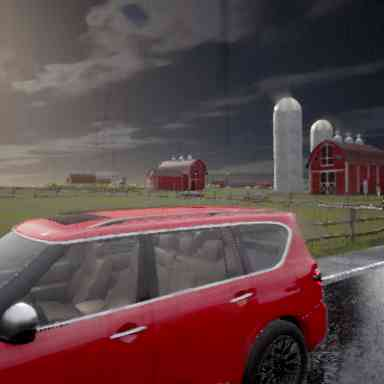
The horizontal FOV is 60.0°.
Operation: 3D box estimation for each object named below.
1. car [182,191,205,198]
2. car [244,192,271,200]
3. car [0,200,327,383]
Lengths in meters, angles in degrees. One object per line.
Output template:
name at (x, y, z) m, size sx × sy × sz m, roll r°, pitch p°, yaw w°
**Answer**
car at (0.218, 0.459, 63.003) m, size 2.033 × 1.411 × 5.357 m, roll -1°, pitch 2°, yaw -35°
car at (9.726, 0.737, 49.773) m, size 1.994 × 1.385 × 4.181 m, roll -1°, pitch 2°, yaw -36°
car at (-0.968, 1.214, 3.303) m, size 5.566 × 2.045 × 2.150 m, roll 0°, pitch 0°, yaw -36°
